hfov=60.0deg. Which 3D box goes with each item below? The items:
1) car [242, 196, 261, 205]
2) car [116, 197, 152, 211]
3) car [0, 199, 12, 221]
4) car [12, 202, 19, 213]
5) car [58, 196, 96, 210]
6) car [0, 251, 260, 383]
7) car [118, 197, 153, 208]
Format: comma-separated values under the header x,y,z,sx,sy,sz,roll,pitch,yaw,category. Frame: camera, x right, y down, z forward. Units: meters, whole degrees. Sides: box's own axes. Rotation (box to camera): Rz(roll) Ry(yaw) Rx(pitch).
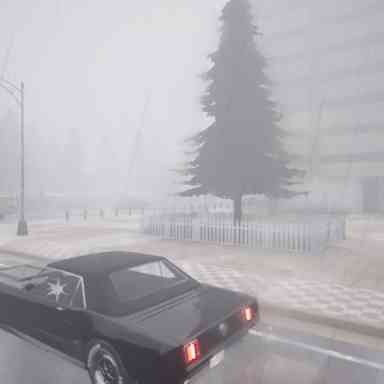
x,y,z,sx,sy,sz,roll,pitch,yaw,category
10.448,1.514,58.384,1.812,1.442,4.674,0,0,35,car
-6.910,1.338,40.256,2.097,1.767,4.553,0,0,36,car
-15.357,1.493,22.601,1.837,1.490,4.892,0,0,36,car
-20.395,1.461,33.861,1.882,1.535,5.008,0,0,36,car
-14.499,1.335,42.037,2.097,1.767,4.553,0,0,36,car
-1.510,1.599,5.084,4.718,1.301,1.895,0,0,36,car
-8.489,1.531,50.365,2.033,1.411,5.357,0,0,36,car
